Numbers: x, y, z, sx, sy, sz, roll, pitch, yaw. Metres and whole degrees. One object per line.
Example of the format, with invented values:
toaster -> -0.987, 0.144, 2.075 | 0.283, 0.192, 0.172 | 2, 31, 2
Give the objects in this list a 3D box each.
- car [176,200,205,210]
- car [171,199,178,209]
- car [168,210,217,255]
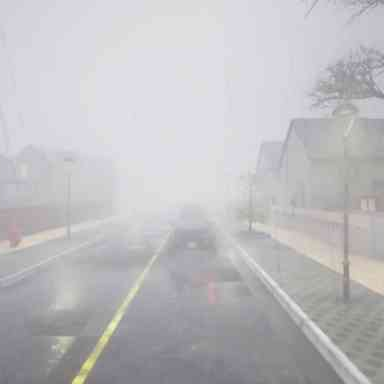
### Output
car -> 0.027, 1.704, 28.413 | 2.097, 1.767, 4.553 | 0, -1, 0
car -> -2.760, 2.241, 61.568 | 2.097, 1.767, 4.553 | 0, -1, 0
car -> 0.028, 1.689, 13.892 | 1.812, 1.442, 4.674 | 0, 0, 0
